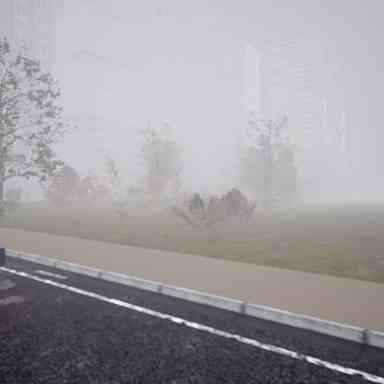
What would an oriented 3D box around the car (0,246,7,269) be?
[{"bbox_3d":[-6.814,1.493,8.538,4.718,1.301,1.895,1,0,36],"label":"car"}]
